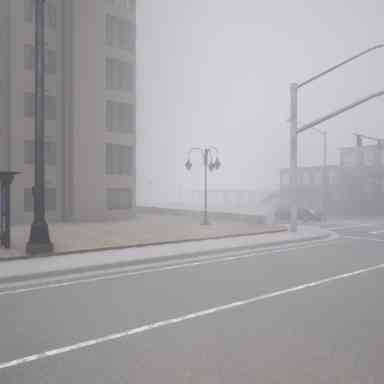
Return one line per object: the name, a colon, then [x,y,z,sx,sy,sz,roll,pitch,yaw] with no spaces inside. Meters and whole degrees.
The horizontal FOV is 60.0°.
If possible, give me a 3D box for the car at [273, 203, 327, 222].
car: [9.307,1.718,28.877,2.097,1.767,4.553,1,-5,-36]
